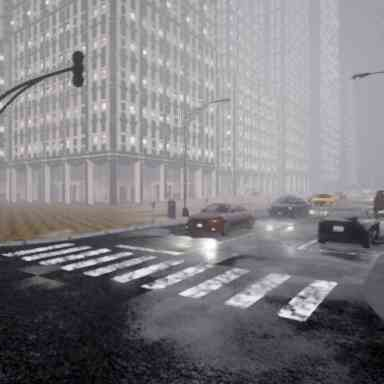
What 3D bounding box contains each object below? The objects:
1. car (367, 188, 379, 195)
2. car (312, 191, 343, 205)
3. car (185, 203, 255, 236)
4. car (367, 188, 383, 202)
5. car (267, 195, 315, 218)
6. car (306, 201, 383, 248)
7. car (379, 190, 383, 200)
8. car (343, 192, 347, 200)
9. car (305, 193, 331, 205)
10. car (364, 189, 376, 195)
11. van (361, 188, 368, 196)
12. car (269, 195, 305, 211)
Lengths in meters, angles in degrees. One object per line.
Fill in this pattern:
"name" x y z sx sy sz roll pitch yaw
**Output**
"car" 44.923 -0.179 82.539 1.967 1.590 4.097 1 2 35
"car" 13.361 0.831 33.294 1.882 1.535 5.008 0 1 35
"car" 1.473 1.268 16.458 1.994 1.385 4.181 0 1 35
"car" 16.001 0.726 26.985 2.192 1.841 5.009 1 2 35
"car" 7.295 1.133 24.714 1.895 1.301 4.718 0 1 35
"car" 6.236 1.266 13.145 1.947 1.339 4.313 1 2 35
"car" 31.048 0.475 52.841 1.994 1.385 4.181 0 1 35
"car" 22.137 0.582 50.232 1.887 1.381 4.507 1 2 35
"car" 15.626 0.793 41.001 1.947 1.339 4.313 1 2 35
"car" 41.668 0.040 77.926 1.947 1.339 4.313 1 2 35
"van" 38.413 -0.091 73.305 1.690 1.788 3.998 1 2 35
"car" 9.116 0.984 31.770 1.947 1.339 4.313 1 2 35
